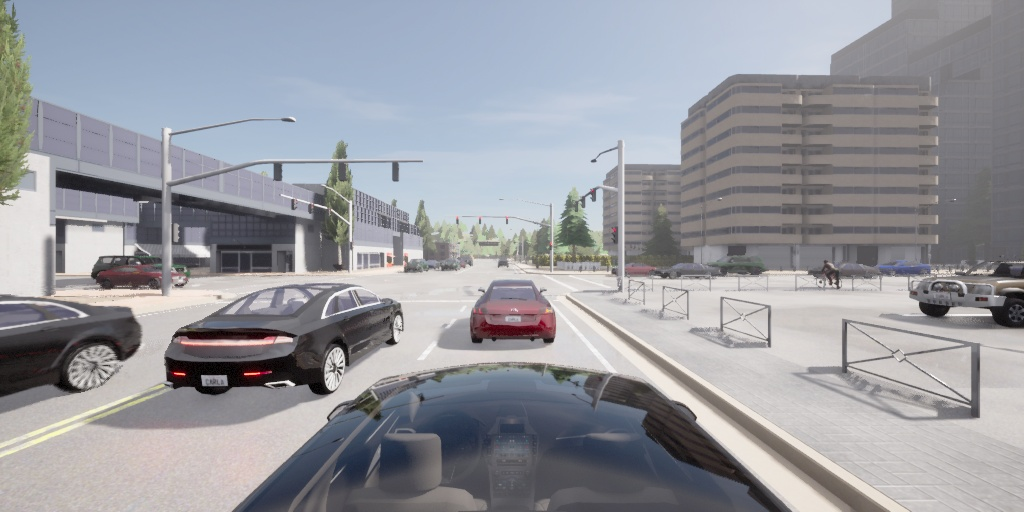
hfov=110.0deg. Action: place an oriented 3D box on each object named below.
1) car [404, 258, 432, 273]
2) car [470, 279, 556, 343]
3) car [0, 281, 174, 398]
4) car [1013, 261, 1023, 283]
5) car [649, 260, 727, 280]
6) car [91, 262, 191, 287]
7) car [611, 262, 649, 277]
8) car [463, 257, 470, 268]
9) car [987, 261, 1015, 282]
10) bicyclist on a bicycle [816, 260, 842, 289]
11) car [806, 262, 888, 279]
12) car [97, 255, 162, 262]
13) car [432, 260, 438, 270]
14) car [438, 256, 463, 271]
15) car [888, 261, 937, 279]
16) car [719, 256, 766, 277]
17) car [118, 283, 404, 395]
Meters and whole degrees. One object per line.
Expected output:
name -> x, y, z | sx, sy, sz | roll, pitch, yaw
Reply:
car -> -11.756, 1.102, 44.178 | 2.097, 1.767, 4.553 | 0, 0, 0
car -> 0.014, 1.314, 9.667 | 1.994, 1.385, 4.181 | 0, 0, 0
car -> -7.114, 1.241, 3.927 | 2.128, 1.511, 4.902 | 0, 0, 0
car -> 43.309, 1.314, 28.389 | 4.181, 1.385, 1.994 | 0, 0, -1
car -> 15.245, 1.297, 31.217 | 5.357, 1.411, 2.033 | 0, 0, -2
car -> -22.881, 1.276, 22.237 | 4.674, 1.442, 1.812 | 0, 0, 0
car -> 11.756, 1.314, 34.615 | 4.181, 1.385, 1.994 | 0, 0, -2
car -> -8.604, 1.314, 59.035 | 1.994, 1.385, 4.181 | 0, 0, -1
car -> 46.258, 1.351, 32.041 | 4.718, 1.301, 1.895 | 0, 0, -1
bicyclist on a bicycle -> 17.933, 1.052, 20.308 | 0.582, 1.620, 1.656 | 0, 0, -2
car -> 29.230, 1.298, 31.629 | 5.357, 1.411, 2.033 | 0, 0, -2
car -> -26.437, 0.971, 25.635 | 5.566, 2.045, 2.150 | 0, 0, -1
car -> -11.972, 1.297, 53.643 | 2.033, 1.411, 5.357 | 0, 0, -1
car -> -8.339, 1.102, 49.067 | 2.097, 1.767, 4.553 | 0, 0, -1
car -> 38.127, 1.227, 35.367 | 5.008, 1.535, 1.882 | 0, 0, -1
car -> 21.523, 0.972, 34.904 | 5.566, 2.045, 2.150 | 0, 0, -2
car -> -3.472, 1.242, 6.610 | 2.128, 1.511, 4.902 | 0, 0, 0
